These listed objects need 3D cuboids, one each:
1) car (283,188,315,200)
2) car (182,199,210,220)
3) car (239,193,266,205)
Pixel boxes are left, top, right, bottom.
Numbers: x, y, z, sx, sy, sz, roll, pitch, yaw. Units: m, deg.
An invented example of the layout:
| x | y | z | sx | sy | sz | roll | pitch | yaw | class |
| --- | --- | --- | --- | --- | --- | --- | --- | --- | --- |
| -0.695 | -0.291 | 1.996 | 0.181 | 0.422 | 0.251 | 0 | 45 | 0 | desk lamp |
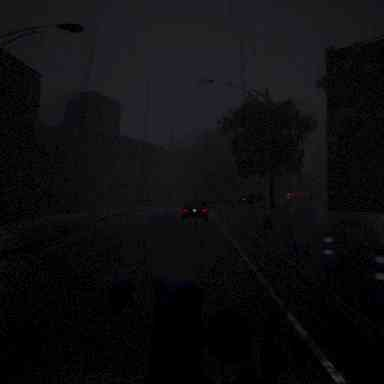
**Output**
| x | y | z | sx | sy | sz | roll | pitch | yaw | class |
| --- | --- | --- | --- | --- | --- | --- | --- | --- | --- |
| 15.749 | 0.302 | 49.284 | 4.553 | 1.767 | 2.097 | -2 | -1 | -11 | car |
| 0.332 | 1.243 | 24.579 | 2.033 | 1.411 | 5.357 | 0 | 1 | 4 | car |
| 7.648 | 0.799 | 41.122 | 4.181 | 1.385 | 1.994 | -2 | 0 | -43 | car |
